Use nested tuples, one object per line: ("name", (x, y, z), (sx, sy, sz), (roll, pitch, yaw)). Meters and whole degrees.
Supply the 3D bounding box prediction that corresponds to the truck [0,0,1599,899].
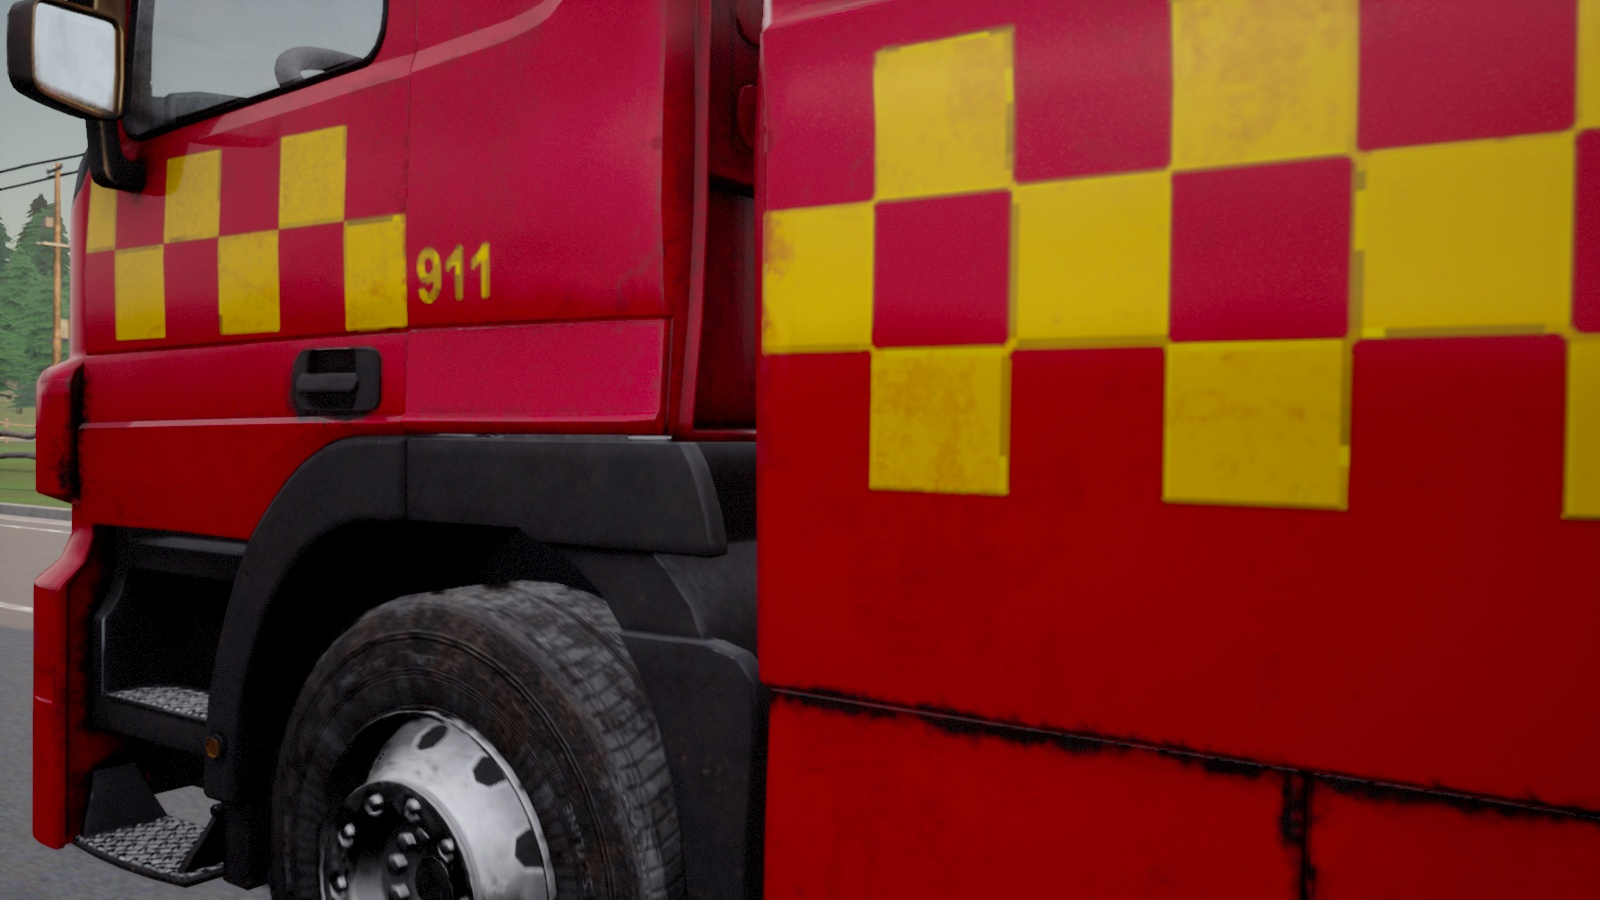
("truck", (1.959, -0.479, 2.300), (8.468, 3.827, 2.891), (1, 1, 34))
